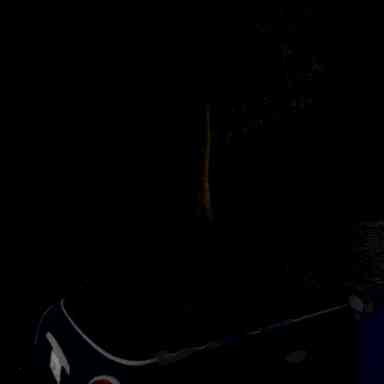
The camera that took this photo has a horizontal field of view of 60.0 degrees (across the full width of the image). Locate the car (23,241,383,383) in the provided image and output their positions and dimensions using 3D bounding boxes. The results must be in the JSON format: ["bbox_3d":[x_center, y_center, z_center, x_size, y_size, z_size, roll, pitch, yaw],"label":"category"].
[{"bbox_3d":[0.705,1.362,3.749,4.553,1.767,2.097,0,0,-35],"label":"car"}]
